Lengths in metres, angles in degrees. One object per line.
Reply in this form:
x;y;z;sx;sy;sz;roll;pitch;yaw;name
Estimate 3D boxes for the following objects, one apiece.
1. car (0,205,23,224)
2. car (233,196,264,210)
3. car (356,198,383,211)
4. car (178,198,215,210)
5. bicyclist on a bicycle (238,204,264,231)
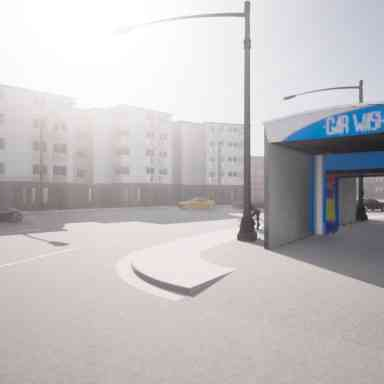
-13.627;1.564;22.289;1.994;1.385;4.181;0;0;30;car
7.437;1.351;42.066;4.553;1.767;2.097;0;0;-25;car
21.028;1.505;39.618;4.892;1.490;1.837;0;0;-18;car
0.583;1.477;42.197;5.008;1.535;1.882;0;0;-32;car
3.224;1.301;18.277;1.656;1.620;0.582;0;0;38;bicyclist on a bicycle
